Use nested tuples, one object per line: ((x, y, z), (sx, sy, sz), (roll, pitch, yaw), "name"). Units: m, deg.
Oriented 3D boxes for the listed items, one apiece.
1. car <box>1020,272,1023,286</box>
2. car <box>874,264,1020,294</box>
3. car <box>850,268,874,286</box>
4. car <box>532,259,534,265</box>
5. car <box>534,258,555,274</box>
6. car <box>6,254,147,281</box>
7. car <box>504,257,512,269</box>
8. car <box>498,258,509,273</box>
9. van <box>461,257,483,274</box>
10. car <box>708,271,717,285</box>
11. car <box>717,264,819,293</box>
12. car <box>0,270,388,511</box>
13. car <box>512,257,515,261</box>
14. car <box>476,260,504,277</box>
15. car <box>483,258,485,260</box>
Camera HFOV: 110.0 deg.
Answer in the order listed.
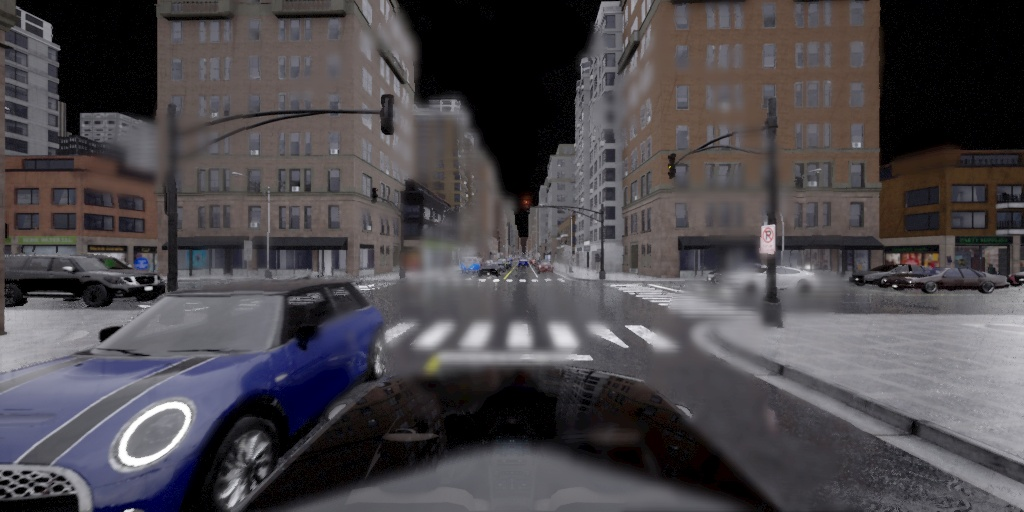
((35.046, 1.360, 23.176), (4.181, 1.385, 1.994), (0, 0, 2), "car")
((24.356, 1.326, 20.238), (5.357, 1.411, 2.033), (0, 0, 2), "car")
((25.063, 1.284, 23.470), (4.892, 1.490, 1.837), (0, 0, 2), "car")
((4.002, 1.341, 46.350), (1.948, 1.339, 4.313), (0, 0, 2), "car")
((3.814, 1.210, 40.828), (1.967, 1.591, 4.097), (0, 0, 2), "car")
((-17.677, 0.951, 14.721), (5.566, 2.045, 2.150), (1, 0, 0), "car")
((-1.488, 1.136, 54.515), (2.097, 1.767, 4.553), (0, 0, 2), "car")
((-1.812, 1.338, 44.877), (1.994, 1.385, 4.181), (0, 0, 3), "car")
((-4.707, 1.111, 41.113), (1.690, 1.789, 3.998), (0, 0, 2), "van")
((15.646, 1.257, 23.739), (4.902, 1.511, 2.128), (0, 0, 2), "car")
((14.769, 1.291, 20.511), (4.674, 1.442, 1.812), (0, 0, 3), "car")
((-3.072, 1.102, 4.092), (2.097, 1.767, 4.553), (0, 0, -2), "car")
((-1.114, 1.146, 64.498), (2.097, 1.767, 4.553), (0, 0, 3), "car")
((-2.142, 1.365, 35.794), (1.895, 1.301, 4.718), (0, 0, 2), "car")
((-4.519, 1.090, 46.633), (2.192, 1.841, 5.009), (0, 0, 2), "car")
